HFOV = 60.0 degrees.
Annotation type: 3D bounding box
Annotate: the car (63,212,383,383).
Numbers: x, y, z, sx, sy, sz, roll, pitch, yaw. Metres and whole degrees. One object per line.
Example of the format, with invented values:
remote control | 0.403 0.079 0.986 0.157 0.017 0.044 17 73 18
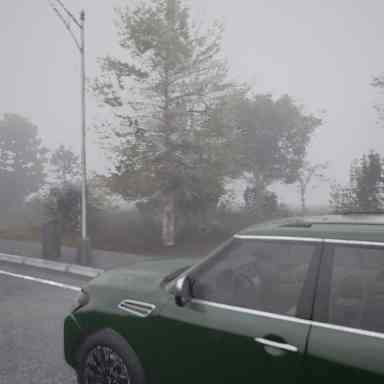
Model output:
car | 1.231 1.209 2.989 5.566 2.045 2.150 0 0 35
